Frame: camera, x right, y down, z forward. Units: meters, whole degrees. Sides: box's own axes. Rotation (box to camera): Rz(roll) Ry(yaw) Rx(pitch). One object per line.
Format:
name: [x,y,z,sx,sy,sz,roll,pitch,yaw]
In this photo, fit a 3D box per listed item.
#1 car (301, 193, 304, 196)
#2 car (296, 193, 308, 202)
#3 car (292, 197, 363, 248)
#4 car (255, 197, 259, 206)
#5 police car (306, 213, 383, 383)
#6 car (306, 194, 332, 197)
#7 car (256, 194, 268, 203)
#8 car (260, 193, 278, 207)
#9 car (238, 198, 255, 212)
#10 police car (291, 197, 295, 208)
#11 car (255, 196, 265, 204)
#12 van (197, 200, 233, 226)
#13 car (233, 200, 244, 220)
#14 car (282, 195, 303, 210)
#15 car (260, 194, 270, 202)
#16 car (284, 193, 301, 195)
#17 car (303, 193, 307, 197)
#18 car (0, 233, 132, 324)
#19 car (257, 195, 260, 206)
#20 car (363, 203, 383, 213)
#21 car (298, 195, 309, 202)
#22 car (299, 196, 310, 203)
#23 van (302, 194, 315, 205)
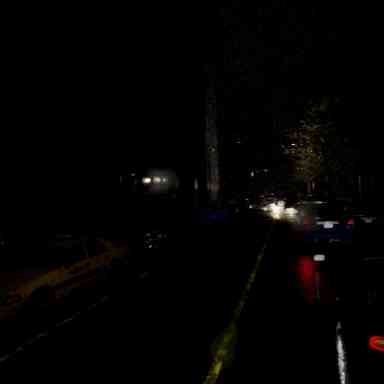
car: [17.448,1.280,48.940,1.967,1.590,4.097,-2,-1,16]
car: [25.125,1.185,76.072,2.192,1.841,5.009,-2,-1,16]
car: [5.625,1.270,14.382,2.097,1.767,4.553,-2,0,16]
car: [7.719,1.660,45.847,1.887,1.381,4.507,-2,-1,16]
police car: [2.942,1.364,4.893,1.930,1.638,5.238,-2,0,16]
car: [12.834,1.153,32.663,2.192,1.841,5.009,-2,-1,16]
car: [15.392,1.449,72.976,2.192,1.841,5.009,-2,-1,16]
car: [12.579,1.252,53.262,2.150,2.045,5.566,-2,-1,16]
car: [6.180,1.555,40.422,1.967,1.590,4.097,-2,-1,16]
police car: [7.301,1.335,20.289,1.930,1.638,5.238,-2,0,16]
car: [13.816,1.649,67.386,1.752,1.417,4.829,-2,-1,16]
van: [1.569,1.462,24.145,1.690,1.788,3.998,-2,0,16]
car: [3.111,1.682,29.569,1.947,1.339,4.313,-2,0,16]
car: [12.165,1.456,40.626,1.812,1.442,4.674,-2,-1,17]
car: [18.465,1.473,83.828,2.192,1.841,5.009,-2,-1,16]
car: [15.364,1.154,52.094,2.150,2.045,5.566,-2,-1,16]
car: [14.371,1.153,38.088,2.192,1.841,5.009,-2,-1,16]
car: [-3.090,1.676,7.667,1.752,1.417,4.829,-2,0,17]
car: [10.793,1.699,56.698,1.802,1.307,4.206,-2,-1,16]
car: [8.230,1.291,16.383,1.967,1.590,4.097,-2,0,16]
car: [23.596,1.423,70.643,1.947,1.339,4.313,-2,-1,16]
car: [22.060,1.429,65.218,1.802,1.307,4.206,-2,-1,16]
van: [18.981,1.181,54.367,1.690,1.788,3.998,-2,-1,16]
